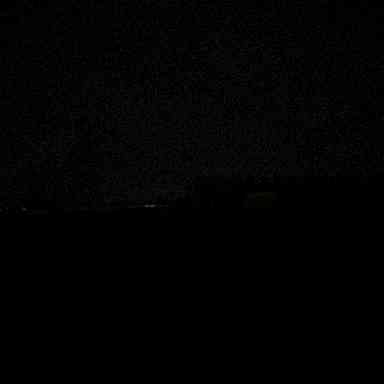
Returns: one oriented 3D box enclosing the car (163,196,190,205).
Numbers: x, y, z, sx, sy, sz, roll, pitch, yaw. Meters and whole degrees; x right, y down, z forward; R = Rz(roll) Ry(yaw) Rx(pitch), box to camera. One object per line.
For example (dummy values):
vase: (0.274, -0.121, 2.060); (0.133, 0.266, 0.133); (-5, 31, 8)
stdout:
car: (-2.060, 1.430, 56.562); (1.882, 1.535, 5.008); (-1, -1, 36)

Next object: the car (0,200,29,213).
car: (-20.149, 1.573, 36.250); (1.994, 1.385, 4.181); (-1, -1, 35)

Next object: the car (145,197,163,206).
car: (-5.561, 1.546, 56.587); (2.033, 1.411, 5.357); (-1, -1, 36)

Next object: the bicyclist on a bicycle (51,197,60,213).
bicyclist on a bicycle: (-14.126, 1.373, 34.390); (1.656, 1.620, 0.582); (0, 0, 36)
